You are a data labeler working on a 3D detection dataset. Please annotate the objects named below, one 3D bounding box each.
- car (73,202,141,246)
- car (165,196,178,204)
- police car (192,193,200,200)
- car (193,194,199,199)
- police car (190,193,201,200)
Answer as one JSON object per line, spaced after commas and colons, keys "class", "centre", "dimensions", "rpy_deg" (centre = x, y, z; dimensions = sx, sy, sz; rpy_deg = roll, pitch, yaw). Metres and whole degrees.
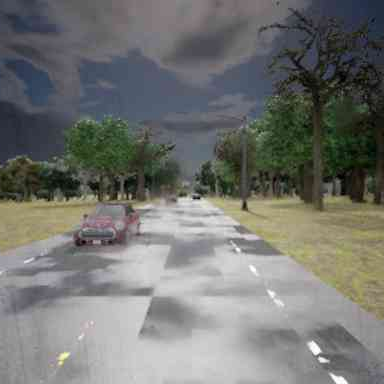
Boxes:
{"class": "car", "centre": [-3.597, 1.299, 14.814], "dimensions": [2.097, 1.767, 4.553], "rpy_deg": [0, 0, 0]}
{"class": "car", "centre": [-3.531, 1.298, 57.303], "dimensions": [1.895, 1.301, 4.718], "rpy_deg": [0, 0, 1]}
{"class": "police car", "centre": [1.066, 1.129, 87.516], "dimensions": [1.930, 1.638, 5.238], "rpy_deg": [0, 0, 0]}
{"class": "car", "centre": [1.067, 1.258, 93.406], "dimensions": [1.812, 1.442, 4.674], "rpy_deg": [0, 0, 0]}
{"class": "police car", "centre": [1.064, 1.097, 77.514], "dimensions": [1.930, 1.638, 5.238], "rpy_deg": [0, 0, 0]}
